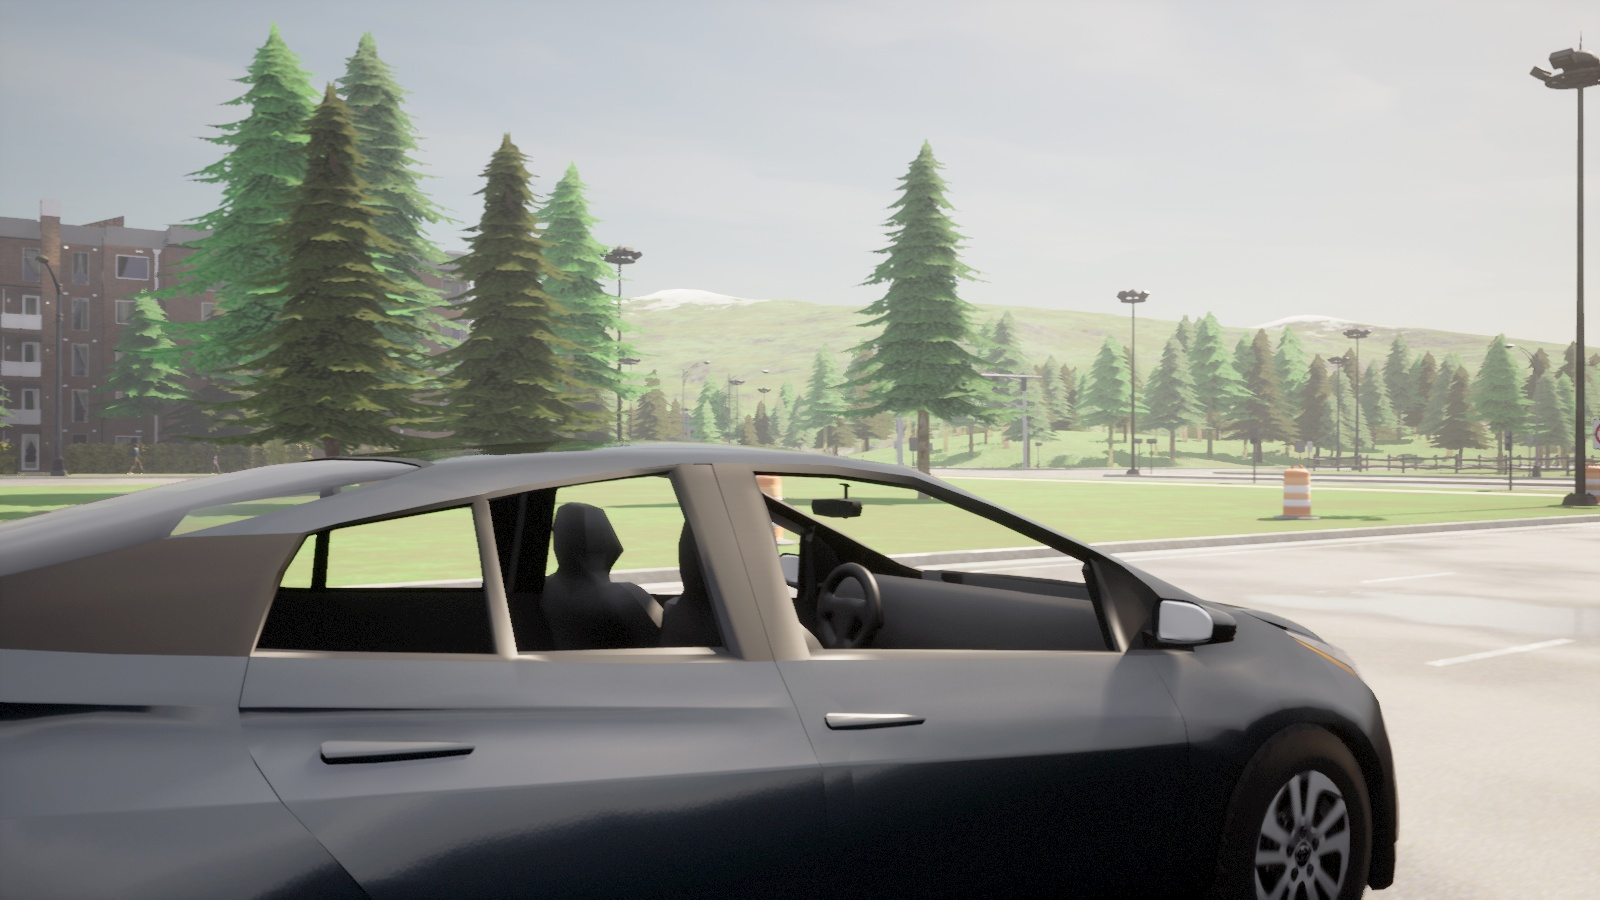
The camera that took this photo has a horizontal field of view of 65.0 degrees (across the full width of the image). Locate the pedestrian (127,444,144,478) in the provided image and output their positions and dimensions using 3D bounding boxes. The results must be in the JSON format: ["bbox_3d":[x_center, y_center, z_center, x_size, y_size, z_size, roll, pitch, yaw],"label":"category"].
[{"bbox_3d":[-38.877,0.636,73.472,0.788,1.949,0.423,0,0,-35],"label":"pedestrian"}]

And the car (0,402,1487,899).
[{"bbox_3d":[-0.276,0.701,3.467,4.514,1.525,2.007,0,0,-35],"label":"car"}]
